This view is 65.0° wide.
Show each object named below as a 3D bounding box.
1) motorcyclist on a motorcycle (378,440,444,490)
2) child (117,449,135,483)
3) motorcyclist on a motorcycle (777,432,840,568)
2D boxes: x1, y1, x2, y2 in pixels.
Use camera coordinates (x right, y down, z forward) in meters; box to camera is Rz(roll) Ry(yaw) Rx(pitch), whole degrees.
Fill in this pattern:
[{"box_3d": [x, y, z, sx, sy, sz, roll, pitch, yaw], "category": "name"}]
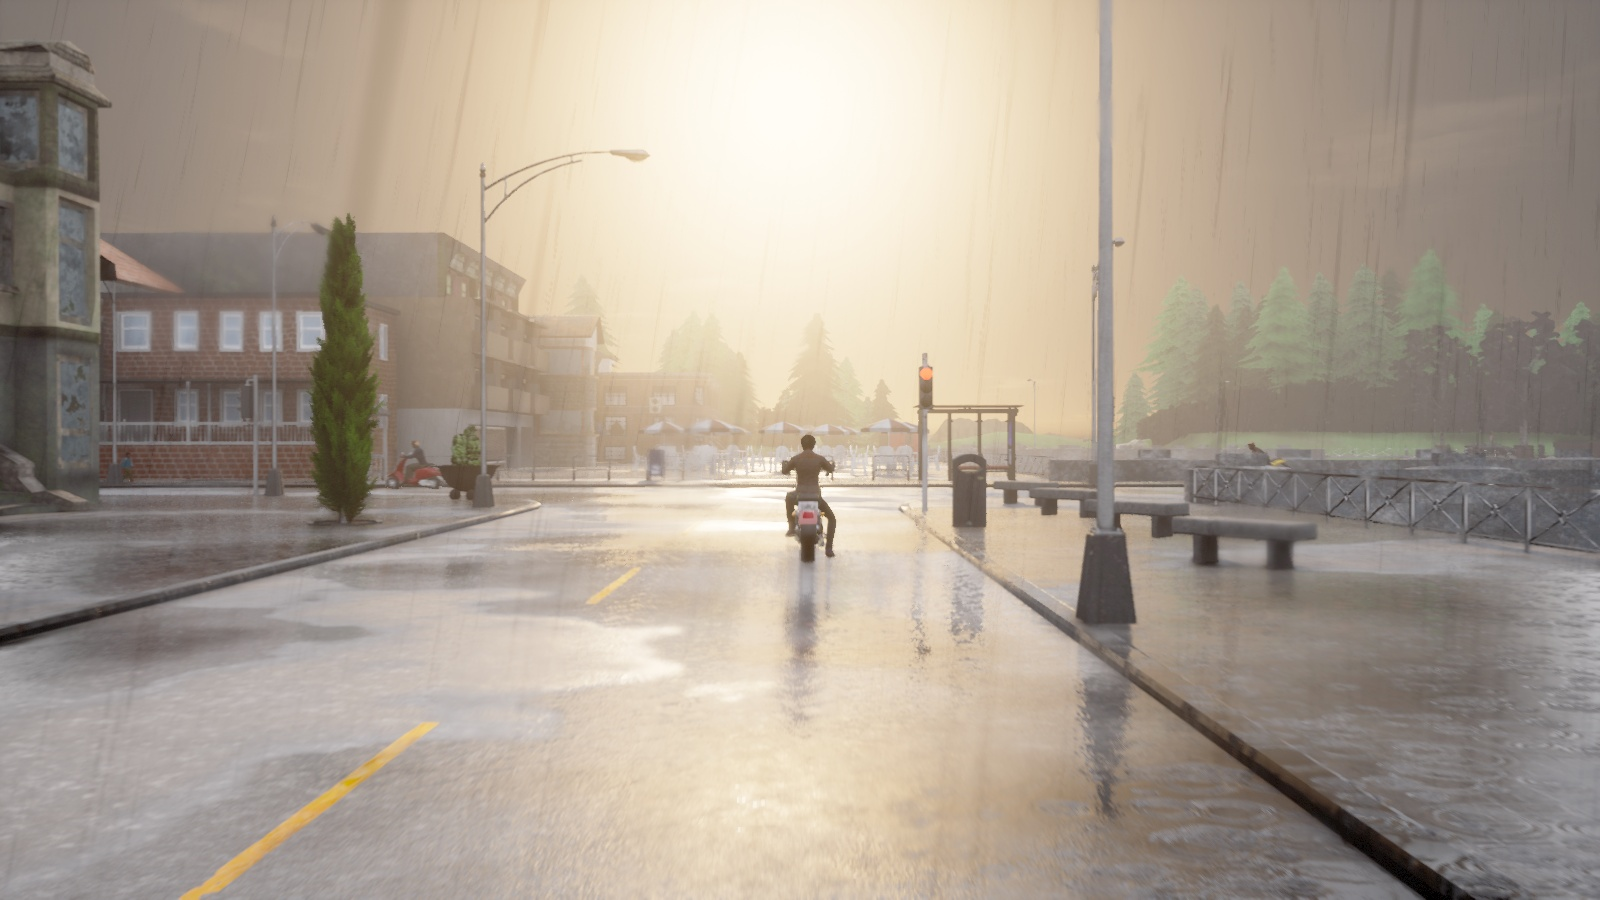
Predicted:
[{"box_3d": [-12.325, 0.466, 39.820, 1.817, 1.590, 0.866, 0, 1, 4], "category": "motorcyclist on a motorcycle"}, {"box_3d": [-23.708, 0.568, 44.173, 0.448, 1.192, 0.343, 0, 0, -1], "category": "child"}, {"box_3d": [0.106, 0.605, 16.388, 0.766, 1.649, 2.350, 0, 0, 0], "category": "motorcyclist on a motorcycle"}]
